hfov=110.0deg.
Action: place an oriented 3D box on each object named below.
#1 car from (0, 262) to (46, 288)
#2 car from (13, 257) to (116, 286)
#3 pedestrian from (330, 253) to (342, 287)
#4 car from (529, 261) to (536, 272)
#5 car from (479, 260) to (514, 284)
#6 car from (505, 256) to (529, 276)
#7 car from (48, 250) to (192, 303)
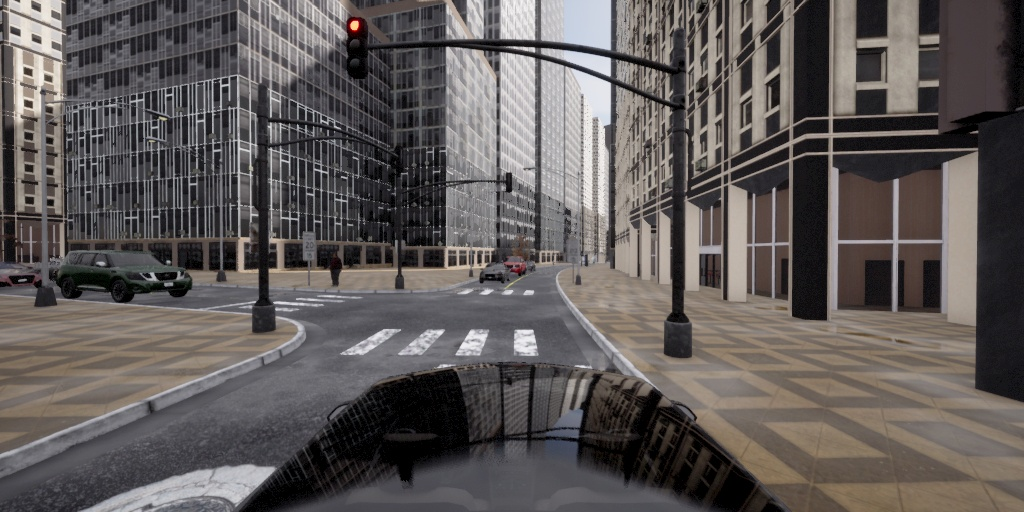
[{"bbox_3d":[-25.808,0.981,18.035,4.181,1.385,1.994,1,1,16],"label":"car"},{"bbox_3d":[-26.593,0.860,21.338,4.902,1.511,2.128,1,1,16],"label":"car"},{"bbox_3d":[-9.585,0.716,19.448,0.375,1.860,0.375,0,0,16],"label":"pedestrian"},{"bbox_3d":[2.035,1.363,48.423,2.128,1.511,4.902,0,0,12],"label":"car"},{"bbox_3d":[-1.255,1.288,27.814,1.837,1.490,4.892,0,0,7],"label":"car"},{"bbox_3d":[0.187,1.043,38.348,2.150,2.045,5.566,0,0,9],"label":"car"},{"bbox_3d":[-16.621,0.770,15.382,5.566,2.045,2.150,1,1,17],"label":"car"}]
